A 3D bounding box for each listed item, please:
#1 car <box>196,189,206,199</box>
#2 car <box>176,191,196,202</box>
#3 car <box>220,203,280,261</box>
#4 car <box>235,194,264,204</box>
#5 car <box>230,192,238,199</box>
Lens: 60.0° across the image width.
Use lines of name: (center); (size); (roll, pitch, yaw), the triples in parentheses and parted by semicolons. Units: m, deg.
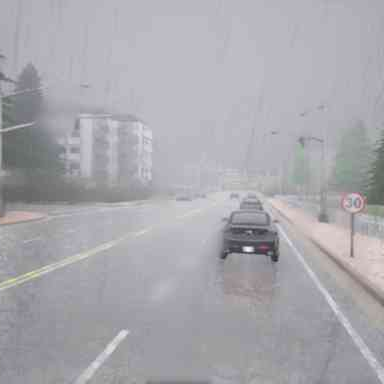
car: (1.695, 0.425, 69.127); (2.150, 2.045, 5.566); (1, 1, 10)
car: (-1.184, 0.889, 53.664); (2.033, 1.411, 5.357); (1, 1, 11)
car: (2.088, 1.394, 12.045); (1.837, 1.490, 4.892); (1, 1, 11)
car: (5.039, 1.237, 28.295); (2.128, 1.511, 4.902); (1, 1, 10)
car: (9.163, 0.779, 71.112); (1.837, 1.490, 4.892); (1, 1, 10)
